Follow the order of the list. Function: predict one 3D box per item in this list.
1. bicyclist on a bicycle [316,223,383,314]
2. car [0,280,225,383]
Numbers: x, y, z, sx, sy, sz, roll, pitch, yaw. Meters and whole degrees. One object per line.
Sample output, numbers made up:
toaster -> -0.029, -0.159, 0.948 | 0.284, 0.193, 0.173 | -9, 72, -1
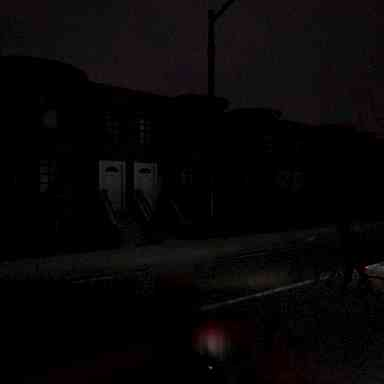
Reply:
bicyclist on a bicycle -> 3.152, 1.454, 6.568 | 0.582, 1.620, 1.656 | 0, -2, -35
car -> -1.746, 1.564, 2.743 | 4.181, 1.385, 1.994 | 0, 0, -35
